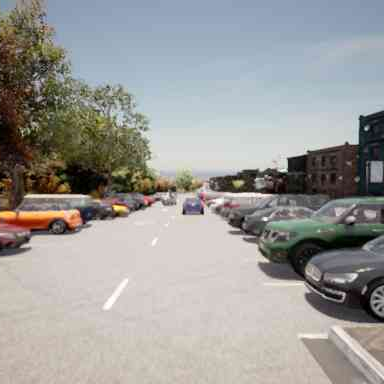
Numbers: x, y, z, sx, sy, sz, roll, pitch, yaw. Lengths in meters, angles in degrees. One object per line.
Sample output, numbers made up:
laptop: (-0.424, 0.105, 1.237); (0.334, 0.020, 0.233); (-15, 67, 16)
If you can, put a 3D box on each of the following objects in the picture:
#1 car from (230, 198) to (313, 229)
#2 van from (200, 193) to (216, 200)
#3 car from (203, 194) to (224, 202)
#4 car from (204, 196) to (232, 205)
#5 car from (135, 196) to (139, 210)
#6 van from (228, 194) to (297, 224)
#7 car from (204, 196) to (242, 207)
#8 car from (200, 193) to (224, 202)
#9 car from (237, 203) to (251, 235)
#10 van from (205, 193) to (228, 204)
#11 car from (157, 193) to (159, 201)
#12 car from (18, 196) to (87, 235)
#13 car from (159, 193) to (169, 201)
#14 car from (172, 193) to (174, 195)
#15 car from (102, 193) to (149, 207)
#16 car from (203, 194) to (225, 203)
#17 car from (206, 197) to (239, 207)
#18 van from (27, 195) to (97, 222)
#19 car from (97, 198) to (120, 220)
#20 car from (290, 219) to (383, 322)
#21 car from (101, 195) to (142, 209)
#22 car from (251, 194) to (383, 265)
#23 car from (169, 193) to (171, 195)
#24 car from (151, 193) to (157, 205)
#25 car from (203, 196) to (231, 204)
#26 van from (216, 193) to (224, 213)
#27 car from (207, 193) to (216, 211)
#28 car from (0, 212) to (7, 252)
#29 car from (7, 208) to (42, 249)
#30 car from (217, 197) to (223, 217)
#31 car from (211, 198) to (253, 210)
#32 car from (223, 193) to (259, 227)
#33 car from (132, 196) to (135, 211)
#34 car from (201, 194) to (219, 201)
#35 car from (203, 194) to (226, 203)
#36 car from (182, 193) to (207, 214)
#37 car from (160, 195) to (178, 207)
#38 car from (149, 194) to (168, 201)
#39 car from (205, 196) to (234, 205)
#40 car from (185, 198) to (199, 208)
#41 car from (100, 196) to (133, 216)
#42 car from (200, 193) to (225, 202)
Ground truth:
car: (4.764, 1.264, 20.510); (4.553, 1.767, 2.185); (0, 0, 0)
van: (4.451, 1.339, 93.394); (4.442, 1.987, 1.878); (0, 0, 0)
car: (4.645, 1.372, 73.771); (4.553, 1.767, 2.185); (0, 0, 0)
car: (4.675, 1.480, 59.754); (4.792, 1.488, 2.163); (0, 0, 0)
car: (-8.345, 1.422, 34.364); (4.792, 1.488, 2.163); (0, 0, 0)
van: (4.844, 1.164, 23.315); (4.442, 1.987, 1.878); (0, 0, 0)
car: (4.487, 1.410, 48.541); (5.366, 1.575, 1.946); (0, 0, 0)
car: (4.629, 1.266, 79.378); (5.566, 2.045, 2.435); (0, 0, 0)
car: (4.733, 1.396, 14.904); (4.892, 1.521, 2.231); (0, 0, 0)
van: (4.750, 1.244, 65.362); (4.442, 1.987, 1.878); (0, 0, 0)
car: (-8.385, 1.171, 50.950); (5.566, 2.045, 2.435); (0, 0, 0)
car: (-8.313, 1.267, 17.655); (4.553, 1.767, 2.185); (0, 0, 0)
car: (-8.478, 1.509, 76.172); (4.892, 1.521, 2.231); (0, 0, 0)
car: (-8.533, 1.303, 90.052); (5.566, 2.045, 2.435); (0, 0, 0)
car: (-8.360, 1.144, 39.932); (5.566, 2.045, 2.435); (0, 0, 0)
car: (4.651, 1.363, 70.968); (4.553, 1.767, 2.185); (0, 0, 0)
car: (4.636, 1.452, 51.344); (4.792, 1.488, 2.163); (0, 0, 0)
van: (-8.463, 1.164, 20.435); (4.442, 1.987, 1.878); (0, 0, 0)
car: (-8.354, 1.431, 26.007); (4.674, 1.452, 2.002); (0, 0, 0)
car: (4.749, 1.431, 6.499); (4.892, 1.521, 2.231); (0, 0, 0)
car: (-8.410, 1.423, 37.149); (4.792, 1.488, 2.163); (0, 0, 0)
car: (4.714, 1.164, 9.299); (5.566, 2.045, 2.435); (0, 0, 0)
car: (-8.293, 1.514, 78.949); (5.366, 1.575, 1.946); (0, 0, 0)
car: (-8.378, 1.162, 48.288); (5.566, 2.045, 2.435); (0, 0, 0)
car: (4.645, 1.460, 62.558); (5.008, 1.535, 2.097); (0, 0, 0)
van: (4.601, 1.165, 28.921); (4.442, 1.987, 1.878); (0, 0, 0)
car: (4.676, 1.140, 34.528); (5.566, 2.045, 2.435); (0, 0, 0)
car: (-8.343, 1.415, 9.300); (5.008, 1.535, 2.097); (0, 0, 0)
car: (-8.341, 1.445, 12.087); (4.674, 1.452, 2.002); (0, 0, 0)
car: (4.729, 1.391, 26.118); (4.892, 1.521, 2.231); (0, 0, 0)
car: (4.721, 1.424, 40.133); (4.792, 1.488, 2.163); (0, 0, 0)
car: (4.708, 1.141, 17.709); (5.566, 2.045, 2.435); (0, 0, 0)
car: (-8.363, 1.392, 31.579); (5.008, 1.535, 2.097); (0, 0, 0)
car: (4.556, 1.410, 84.984); (4.553, 1.767, 2.185); (0, 0, 0)
car: (4.595, 1.353, 68.164); (4.553, 1.767, 2.185); (0, 0, 0)
car: (0.067, 1.264, 33.610); (2.097, 1.767, 4.553); (0, 0, -2)
car: (-3.329, 1.507, 51.174); (1.994, 1.385, 4.181); (0, 0, 0)
car: (-8.522, 1.410, 84.499); (4.553, 1.767, 2.185); (0, 0, 0)
car: (4.682, 1.471, 56.951); (4.792, 1.488, 2.163); (0, 0, 0)
car: (0.021, 1.532, 47.938); (1.895, 1.301, 4.718); (0, 0, 0)
car: (-8.177, 1.389, 28.793); (5.366, 1.575, 1.946); (0, 0, 0)
car: (4.635, 1.256, 76.575); (5.566, 2.045, 2.435); (0, 0, 0)
